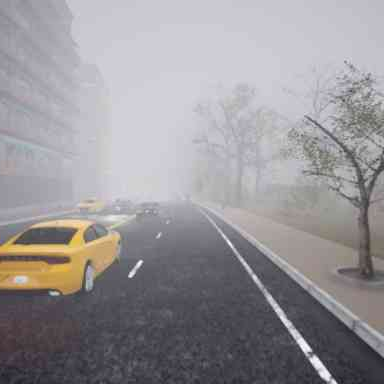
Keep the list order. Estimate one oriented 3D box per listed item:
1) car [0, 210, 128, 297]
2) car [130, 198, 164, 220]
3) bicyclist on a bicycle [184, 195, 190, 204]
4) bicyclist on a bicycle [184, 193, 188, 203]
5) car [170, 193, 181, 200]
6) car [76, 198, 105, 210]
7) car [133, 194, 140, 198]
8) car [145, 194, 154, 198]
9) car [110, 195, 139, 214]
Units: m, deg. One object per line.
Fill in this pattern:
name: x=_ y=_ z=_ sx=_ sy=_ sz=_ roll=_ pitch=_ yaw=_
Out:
car: x=-3.151 y=1.452 z=8.588 sx=1.882 sy=1.535 sz=5.008 roll=0 pitch=0 yaw=0
car: x=-3.370 y=1.467 z=27.007 sx=2.033 sy=1.411 sz=5.357 roll=0 pitch=0 yaw=-1
bicyclist on a bicycle: x=-0.504 y=1.282 z=54.255 sx=0.582 sy=1.620 sz=1.656 roll=0 pitch=0 yaw=-4
bicyclist on a bicycle: x=-1.138 y=1.168 z=63.322 sx=0.659 sy=1.776 sz=1.843 roll=0 pitch=0 yaw=-4
car: x=-3.741 y=1.270 z=82.255 sx=2.033 sy=1.411 sz=5.357 roll=0 pitch=0 yaw=-6
car: x=-10.272 y=1.378 z=33.827 sx=1.882 sy=1.535 sz=5.008 roll=0 pitch=0 yaw=-2
car: x=-12.803 y=1.226 z=74.832 sx=1.812 sy=1.442 sz=4.674 roll=0 pitch=0 yaw=-5
car: x=-9.568 y=1.222 z=75.147 sx=2.128 sy=1.511 sz=4.902 roll=0 pitch=0 yaw=-5
car: x=-7.025 y=1.390 z=33.942 sx=2.128 sy=1.511 sz=4.902 roll=0 pitch=0 yaw=-2
